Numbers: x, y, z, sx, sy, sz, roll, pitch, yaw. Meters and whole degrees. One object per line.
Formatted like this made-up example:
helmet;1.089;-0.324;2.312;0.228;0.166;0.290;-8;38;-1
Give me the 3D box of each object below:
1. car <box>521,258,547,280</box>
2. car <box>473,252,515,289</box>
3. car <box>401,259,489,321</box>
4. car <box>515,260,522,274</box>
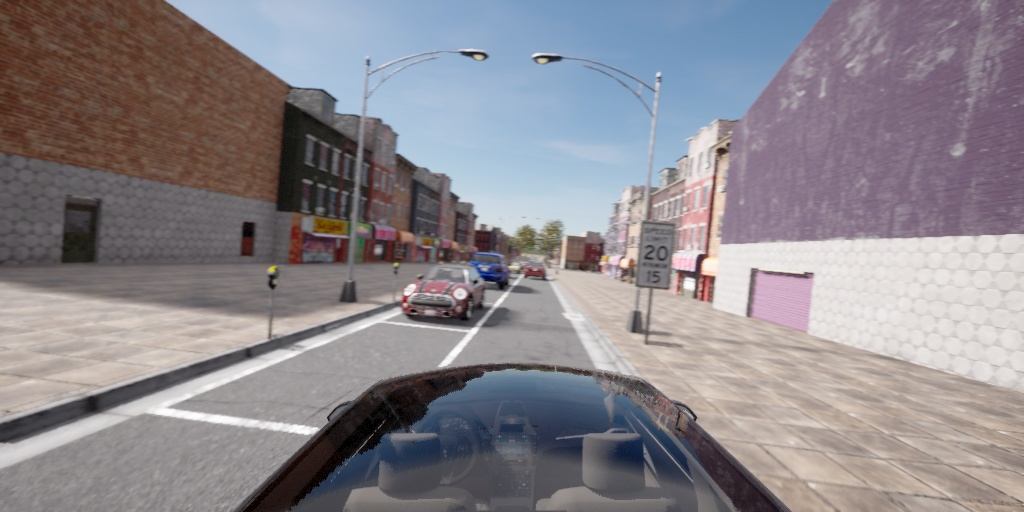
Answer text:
car;2.361;1.376;36.025;2.097;1.767;4.553;5;0;5
car;-1.336;0.863;22.554;2.150;2.045;5.566;5;0;4
car;-2.075;1.002;11.560;1.967;1.591;4.097;0;0;4
car;0.148;1.384;43.995;1.751;1.417;4.829;0;0;4
